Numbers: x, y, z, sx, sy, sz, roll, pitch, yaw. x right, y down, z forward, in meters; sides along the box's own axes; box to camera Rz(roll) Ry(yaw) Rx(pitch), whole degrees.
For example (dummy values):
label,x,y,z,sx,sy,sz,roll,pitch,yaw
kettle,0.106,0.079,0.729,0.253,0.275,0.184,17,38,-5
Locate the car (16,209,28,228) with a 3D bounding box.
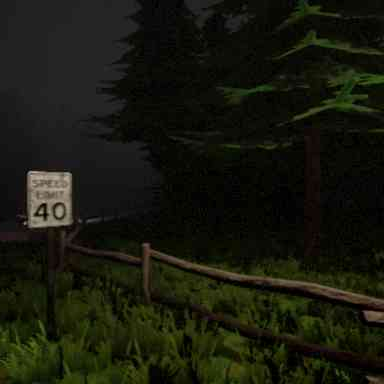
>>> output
label,x,y,z,sx,sy,sz,roll,pitch,yaw
car,-10.245,1.714,23.208,2.128,1.511,4.902,-1,0,3
